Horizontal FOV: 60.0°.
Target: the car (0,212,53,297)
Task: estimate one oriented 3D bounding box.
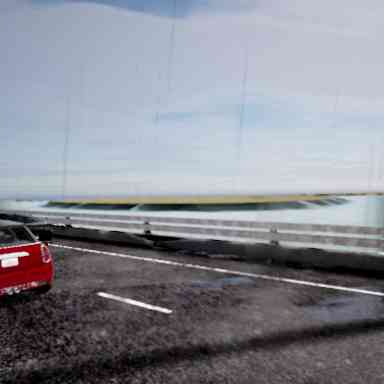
[{"bbox_3d":[-5.323,1.427,7.815,4.553,1.767,2.097,-1,0,36],"label":"car"}]

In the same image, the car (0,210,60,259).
[{"bbox_3d":[-7.860,1.600,13.956,5.008,1.535,1.882,-1,0,36],"label":"car"}]
